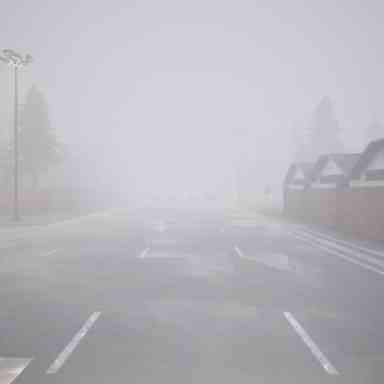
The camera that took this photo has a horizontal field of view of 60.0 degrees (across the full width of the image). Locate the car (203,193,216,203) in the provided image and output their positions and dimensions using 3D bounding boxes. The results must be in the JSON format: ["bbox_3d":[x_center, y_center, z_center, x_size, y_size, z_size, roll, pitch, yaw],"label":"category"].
[{"bbox_3d":[3.495,1.137,65.647,2.150,2.045,5.566,0,0,0],"label":"car"}]

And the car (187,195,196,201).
[{"bbox_3d":[-0.006,1.301,76.036,1.994,1.385,4.181,0,0,0],"label":"car"}]

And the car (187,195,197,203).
[{"bbox_3d":[-0.005,1.406,65.616,2.128,1.511,4.902,0,0,0],"label":"car"}]

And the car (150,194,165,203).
[{"bbox_3d":[-7.005,1.266,66.002,2.097,1.767,4.553,0,0,0],"label":"car"}]

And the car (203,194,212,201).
[{"bbox_3d":[3.494,1.273,76.037,1.812,1.442,4.674,0,0,0],"label":"car"}]

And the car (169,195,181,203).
[{"bbox_3d":[-3.505,1.418,65.617,1.837,1.490,4.892,0,0,0],"label":"car"}]

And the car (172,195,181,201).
[{"bbox_3d":[-3.506,1.344,76.066,1.895,1.301,4.718,0,0,0],"label":"car"}]
